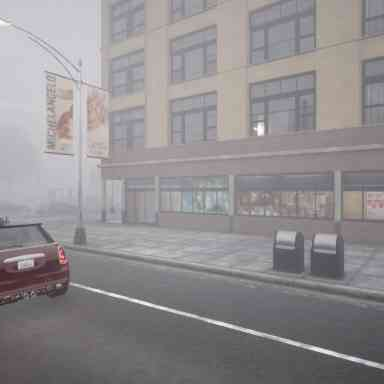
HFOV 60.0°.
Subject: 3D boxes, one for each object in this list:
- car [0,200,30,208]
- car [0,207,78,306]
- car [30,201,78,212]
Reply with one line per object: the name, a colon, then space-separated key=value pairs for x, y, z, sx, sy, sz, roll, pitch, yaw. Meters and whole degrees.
car: x=-18.015 y=1.491 z=31.915 sx=2.128 sy=1.511 sz=4.902 roll=0 pitch=0 yaw=36
car: x=-4.784 y=1.352 z=7.386 sx=4.553 sy=1.767 sz=2.097 roll=0 pitch=0 yaw=36
car: x=-13.145 y=1.564 z=32.685 sx=1.994 sy=1.385 sz=4.181 roll=0 pitch=0 yaw=36
